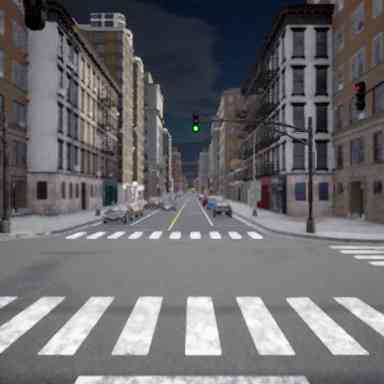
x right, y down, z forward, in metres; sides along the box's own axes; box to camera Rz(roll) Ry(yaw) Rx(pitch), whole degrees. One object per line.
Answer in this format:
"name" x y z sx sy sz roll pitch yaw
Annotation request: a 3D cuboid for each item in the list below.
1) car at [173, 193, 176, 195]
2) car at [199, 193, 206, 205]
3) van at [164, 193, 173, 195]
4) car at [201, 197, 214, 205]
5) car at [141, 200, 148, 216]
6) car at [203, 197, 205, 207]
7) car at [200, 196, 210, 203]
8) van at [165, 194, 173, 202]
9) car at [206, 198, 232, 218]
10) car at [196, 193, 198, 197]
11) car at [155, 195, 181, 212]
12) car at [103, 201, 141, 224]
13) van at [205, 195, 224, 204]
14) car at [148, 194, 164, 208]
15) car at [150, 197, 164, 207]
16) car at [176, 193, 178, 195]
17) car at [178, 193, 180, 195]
"car" -5.423 1.315 73.465 2.192 1.841 5.009 0 0 0
"car" 2.654 1.314 51.841 2.192 1.841 5.009 0 0 0
"van" -5.419 1.341 68.059 1.690 1.788 3.998 0 0 0
"car" 2.656 1.565 57.247 1.947 1.339 4.313 0 0 0
"car" -5.390 1.525 30.046 1.752 1.417 4.829 0 0 0
"car" 2.649 1.581 41.028 1.802 1.307 4.206 0 0 0
"car" 2.661 1.525 68.229 1.752 1.417 4.829 0 0 0
"van" -5.427 1.341 78.872 1.690 1.788 3.998 0 0 0
"car" 2.644 1.550 30.216 2.008 1.369 4.403 0 0 0
"car" 2.668 1.545 84.278 1.887 1.381 4.507 0 0 0
"car" -2.746 1.543 39.529 2.128 1.511 4.902 0 1 0
"car" -5.386 1.550 24.810 2.008 1.369 4.403 0 0 0
"van" 2.647 1.340 35.622 1.690 1.788 3.998 0 0 0
"car" -5.402 1.439 46.435 1.967 1.590 4.097 0 0 0
"car" -5.406 1.525 51.671 1.752 1.417 4.829 0 0 0
"car" -5.435 1.551 89.685 2.008 1.369 4.403 0 0 0
"car" -5.439 1.315 95.091 2.192 1.841 5.009 0 0 0
